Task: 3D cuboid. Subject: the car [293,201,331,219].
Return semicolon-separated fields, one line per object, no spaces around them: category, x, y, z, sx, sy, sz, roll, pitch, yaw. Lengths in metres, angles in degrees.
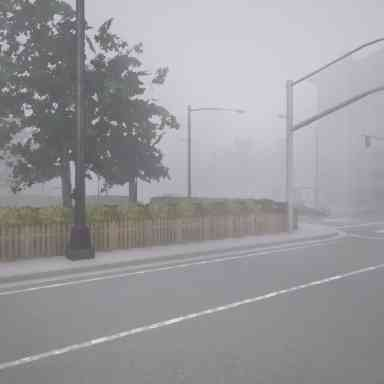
car;9.919;1.523;29.500;1.812;1.442;4.674;0;0;-35

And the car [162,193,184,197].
car;-2.353;1.219;47.226;2.150;2.045;5.566;0;0;-35
